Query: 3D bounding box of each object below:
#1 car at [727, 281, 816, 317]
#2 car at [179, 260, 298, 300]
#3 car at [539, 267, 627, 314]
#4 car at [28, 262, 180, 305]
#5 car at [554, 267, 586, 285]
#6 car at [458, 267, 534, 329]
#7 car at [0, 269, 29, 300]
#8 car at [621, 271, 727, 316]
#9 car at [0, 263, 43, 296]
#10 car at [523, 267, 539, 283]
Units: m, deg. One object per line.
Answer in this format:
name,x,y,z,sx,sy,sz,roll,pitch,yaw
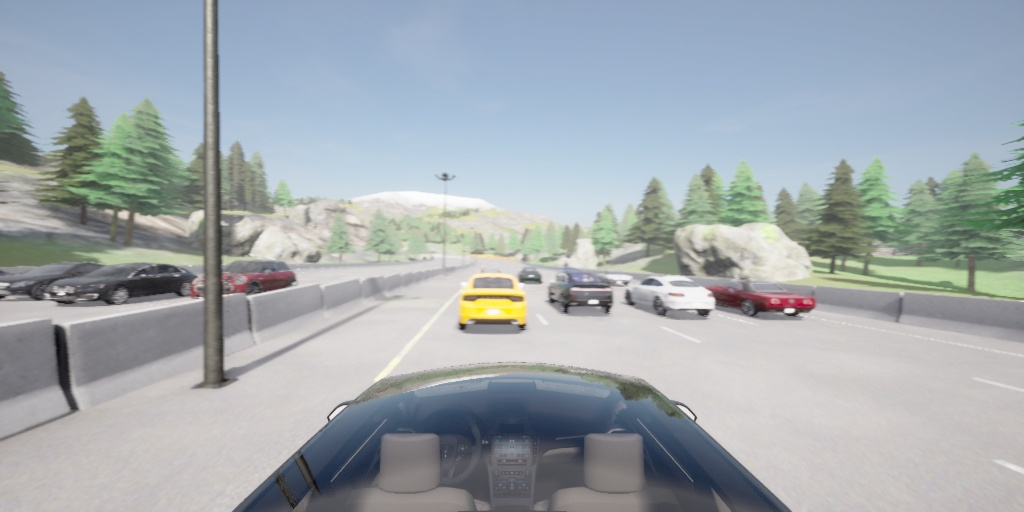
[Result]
car,9.672,1.666,14.888,1.895,1.301,4.718,1,-1,-4
car,-11.629,0.963,15.972,2.097,1.767,4.553,1,-1,-4
car,2.666,1.402,14.824,2.128,1.511,4.902,1,-1,-4
car,-15.029,1.024,14.260,1.837,1.490,4.892,1,-1,-4
car,5.062,1.723,31.957,1.812,1.442,4.674,1,-1,-4
car,-0.628,1.285,11.532,1.882,1.535,5.008,1,-1,-4
car,-18.584,0.975,15.019,1.812,1.442,4.674,1,-1,-4
car,6.190,1.511,14.543,1.812,1.442,4.674,1,-1,-4
car,-22.014,0.962,13.791,1.895,1.301,4.718,1,-1,-4
car,1.524,1.694,32.440,1.994,1.385,4.181,1,-1,-4
